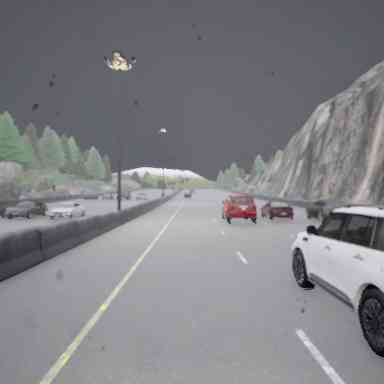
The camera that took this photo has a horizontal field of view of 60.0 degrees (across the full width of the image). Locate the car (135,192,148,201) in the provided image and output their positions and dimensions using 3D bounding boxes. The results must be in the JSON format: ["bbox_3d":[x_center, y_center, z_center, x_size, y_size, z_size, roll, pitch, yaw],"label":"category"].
[{"bbox_3d":[-10.486,0.898,69.407,2.097,1.767,4.553,0,1,0],"label":"car"}]

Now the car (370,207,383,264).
[{"bbox_3d":[7.101,1.396,9.056,2.097,1.767,4.553,0,0,0],"label":"car"}]

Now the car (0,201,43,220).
[{"bbox_3d":[-14.089,1.541,28.776,1.837,1.490,4.892,0,0,0],"label":"car"}]

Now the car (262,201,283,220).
[{"bbox_3d":[7.105,1.517,28.208,1.882,1.535,5.008,0,0,0],"label":"car"}]

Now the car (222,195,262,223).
[{"bbox_3d":[3.604,1.267,25.888,2.150,2.045,5.566,0,0,0],"label":"car"}]

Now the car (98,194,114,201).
[{"bbox_3d":[-17.486,1.067,69.382,1.812,1.442,4.674,0,1,0],"label":"car"}]

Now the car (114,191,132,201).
[{"bbox_3d":[-13.986,0.769,69.346,2.150,2.045,5.566,0,1,0],"label":"car"}]

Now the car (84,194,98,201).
[{"bbox_3d":[-20.986,1.138,69.354,1.895,1.301,4.718,0,1,0],"label":"car"}]

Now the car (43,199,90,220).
[{"bbox_3d":[-10.590,1.563,28.466,1.812,1.442,4.674,0,0,0],"label":"car"}]

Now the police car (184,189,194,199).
[{"bbox_3d":[-1.034,0.744,81.446,1.930,1.638,5.238,0,1,0],"label":"police car"}]

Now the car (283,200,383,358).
[{"bbox_3d":[3.601,1.256,6.174,2.150,2.045,5.566,0,0,0],"label":"car"}]

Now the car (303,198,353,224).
[{"bbox_3d":[10.604,1.397,26.321,2.097,1.767,4.553,0,0,0],"label":"car"}]
